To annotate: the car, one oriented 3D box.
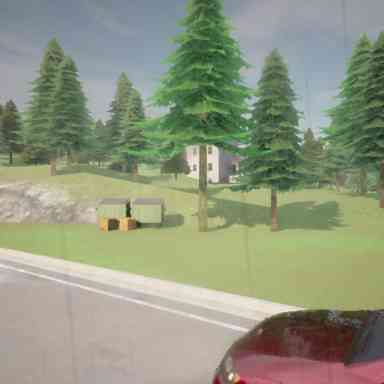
[{"bbox_3d":[2.195,1.564,2.417,4.181,1.385,1.994,0,0,36],"label":"car"}]
